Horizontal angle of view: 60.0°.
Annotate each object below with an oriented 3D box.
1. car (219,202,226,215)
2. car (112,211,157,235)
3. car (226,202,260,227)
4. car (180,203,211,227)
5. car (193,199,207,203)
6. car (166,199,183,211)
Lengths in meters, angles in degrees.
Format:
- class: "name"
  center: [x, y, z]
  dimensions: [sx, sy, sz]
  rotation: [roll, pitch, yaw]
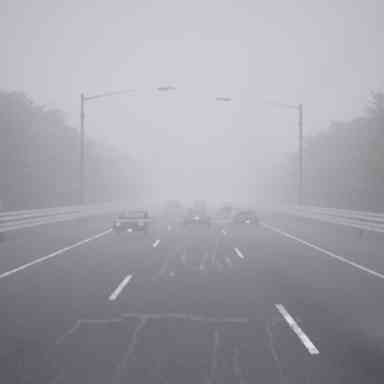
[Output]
- class: "car"
  center: [4.189, 1.877, 39.039]
  dimensions: [1.812, 1.442, 4.674]
  rotation: [0, 0, 3]
- class: "car"
  center: [-3.242, 1.756, 19.787]
  dimensions: [1.895, 1.301, 4.718]
  rotation: [0, -1, 1]
- class: "car"
  center: [3.807, 1.733, 24.691]
  dimensions: [1.837, 1.490, 4.892]
  rotation: [0, 0, 2]
- class: "car"
  center: [0.372, 1.777, 24.821]
  dimensions: [1.994, 1.385, 4.181]
  rotation: [0, -1, 1]
- class: "car"
  center: [1.207, 1.791, 50.986]
  dimensions: [2.097, 1.767, 4.553]
  rotation: [0, 0, 2]
- class: "car"
  center: [-2.451, 1.741, 47.165]
  dimensions: [2.097, 1.767, 4.553]
  rotation: [0, 0, 2]
